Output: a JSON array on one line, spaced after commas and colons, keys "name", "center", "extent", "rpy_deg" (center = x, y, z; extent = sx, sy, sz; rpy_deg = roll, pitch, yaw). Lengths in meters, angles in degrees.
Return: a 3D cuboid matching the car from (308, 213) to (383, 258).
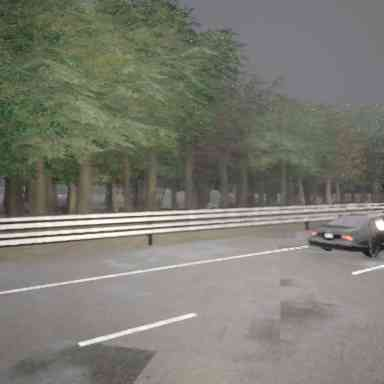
[{"name": "car", "center": [6.680, 1.505, 12.538], "extent": [5.357, 1.411, 2.033], "rpy_deg": [0, 0, -34]}]
